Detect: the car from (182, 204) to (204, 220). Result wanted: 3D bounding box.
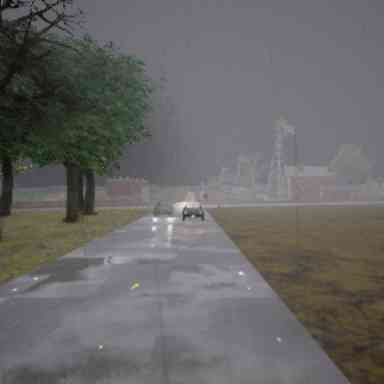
[{"bbox_3d":[0.106,1.738,29.658,1.895,1.301,4.718,0,0,0],"label":"car"}]

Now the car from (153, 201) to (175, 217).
[{"bbox_3d":[-2.782,1.666,33.343,1.837,1.490,4.892,0,-1,1],"label":"car"}]
